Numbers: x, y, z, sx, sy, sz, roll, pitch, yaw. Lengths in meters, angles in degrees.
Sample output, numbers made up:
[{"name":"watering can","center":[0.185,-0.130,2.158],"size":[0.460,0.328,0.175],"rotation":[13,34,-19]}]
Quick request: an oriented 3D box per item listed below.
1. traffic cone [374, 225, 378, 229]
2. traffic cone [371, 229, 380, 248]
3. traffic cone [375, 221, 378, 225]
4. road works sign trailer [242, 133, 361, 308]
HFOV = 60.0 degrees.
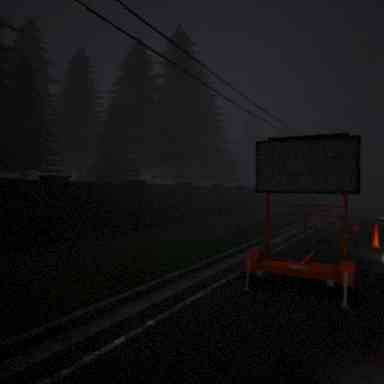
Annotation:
[{"name":"traffic cone","center":[8.456,1.944,15.287],"size":[0.340,0.580,0.340],"rotation":[1,0,29]},{"name":"traffic cone","center":[7.480,1.944,13.541],"size":[0.340,0.580,0.340],"rotation":[1,0,29]},{"name":"traffic cone","center":[9.431,1.943,17.033],"size":[0.340,0.580,0.340],"rotation":[1,0,29]},{"name":"road works sign trailer","center":[2.786,0.434,8.144],"size":[2.380,3.560,2.880],"rotation":[1,0,29]}]
